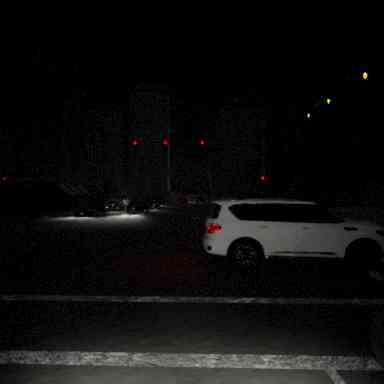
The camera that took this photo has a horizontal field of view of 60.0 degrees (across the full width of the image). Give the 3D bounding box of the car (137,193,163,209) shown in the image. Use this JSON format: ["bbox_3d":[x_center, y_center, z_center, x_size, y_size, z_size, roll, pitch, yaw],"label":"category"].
[{"bbox_3d":[-5.819,1.221,46.797,2.150,2.045,5.566,0,0,1],"label":"car"}]

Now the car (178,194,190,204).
[{"bbox_3d":[-1.743,1.564,66.062,1.994,1.385,4.181,0,0,1],"label":"car"}]

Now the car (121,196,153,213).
[{"bbox_3d":[-6.059,1.491,37.225,2.128,1.511,4.902,0,0,1],"label":"car"}]

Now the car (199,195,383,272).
[{"bbox_3d":[3.095,1.221,10.369,5.566,2.045,2.150,0,0,3],"label":"car"}]

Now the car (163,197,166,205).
[{"bbox_3d":[-5.549,1.547,57.152,2.033,1.411,5.357,0,0,2],"label":"car"}]

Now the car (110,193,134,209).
[{"bbox_3d":[-9.423,1.221,42.709,2.150,2.045,5.566,0,0,2],"label":"car"}]

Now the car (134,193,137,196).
[{"bbox_3d":[-9.156,1.221,53.073,2.150,2.045,5.566,0,0,1],"label":"car"}]

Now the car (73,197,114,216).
[{"bbox_3d":[-9.745,1.547,32.529,2.033,1.411,5.357,0,0,4],"label":"car"}]

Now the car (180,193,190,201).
[{"bbox_3d":[-1.530,1.182,74.623,2.097,1.767,4.553,0,0,1],"label":"car"}]

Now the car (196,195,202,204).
[{"bbox_3d":[1.741,1.505,65.349,1.837,1.490,4.892,0,0,1],"label":"car"}]

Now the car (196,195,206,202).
[{"bbox_3d":[1.969,1.352,74.566,2.128,1.511,4.902,0,0,1],"label":"car"}]
